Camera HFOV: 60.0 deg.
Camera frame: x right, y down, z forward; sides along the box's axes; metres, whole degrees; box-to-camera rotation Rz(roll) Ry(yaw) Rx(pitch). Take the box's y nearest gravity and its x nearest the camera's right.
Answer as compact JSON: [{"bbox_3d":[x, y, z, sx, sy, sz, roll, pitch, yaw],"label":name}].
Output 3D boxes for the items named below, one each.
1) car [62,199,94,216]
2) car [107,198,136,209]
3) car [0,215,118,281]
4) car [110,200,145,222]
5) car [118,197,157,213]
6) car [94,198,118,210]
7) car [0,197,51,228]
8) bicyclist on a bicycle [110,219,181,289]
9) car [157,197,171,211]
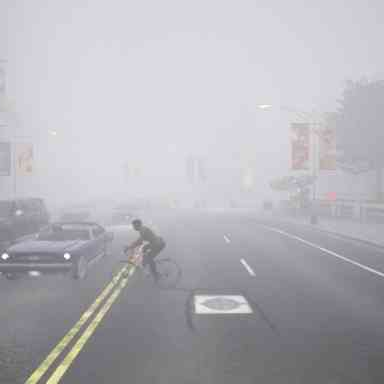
[{"bbox_3d":[-8.422,1.478,24.502,1.882,1.535,5.008,0,0,-16],"label":"car"},{"bbox_3d":[-9.977,1.564,46.630,4.181,1.385,1.994,0,0,45],"label":"car"},{"bbox_3d":[-3.727,1.601,9.997,1.895,1.301,4.718,0,0,-1],"label":"car"},{"bbox_3d":[-4.874,1.564,24.582,1.994,1.385,4.181,0,0,-13],"label":"car"},{"bbox_3d":[-6.016,1.352,36.064,2.097,1.767,4.553,0,0,-31],"label":"car"},{"bbox_3d":[-12.241,1.505,44.094,4.892,1.490,1.837,0,0,44],"label":"car"},{"bbox_3d":[-7.256,1.221,12.577,2.150,2.045,5.566,0,0,-2],"label":"car"},{"bbox_3d":[-1.094,1.455,7.747,1.656,1.620,0.582,-2,0,-1],"label":"bicyclist on a bicycle"},{"bbox_3d":[-4.339,1.352,39.662,2.097,1.767,4.553,0,0,-32],"label":"car"}]
